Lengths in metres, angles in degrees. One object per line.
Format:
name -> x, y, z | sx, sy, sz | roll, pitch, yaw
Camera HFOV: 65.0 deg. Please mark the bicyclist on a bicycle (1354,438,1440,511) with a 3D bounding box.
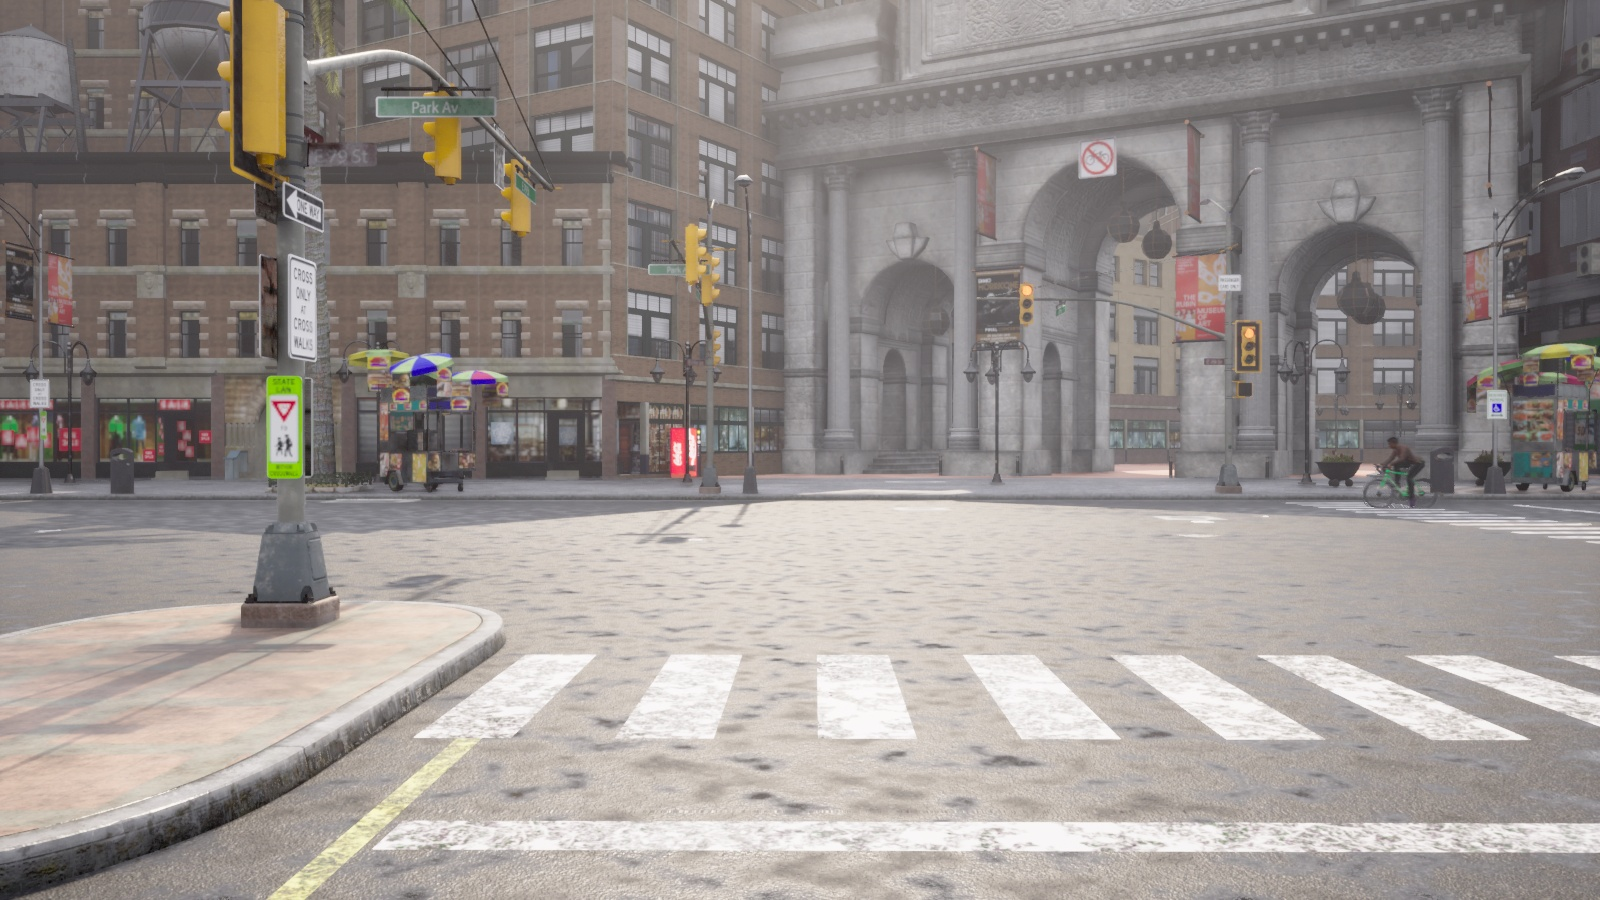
bicyclist on a bicycle -> 13.416, 0.551, 28.225 | 1.656, 1.620, 0.582 | 0, 0, 1
